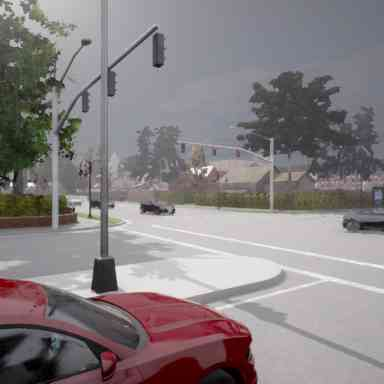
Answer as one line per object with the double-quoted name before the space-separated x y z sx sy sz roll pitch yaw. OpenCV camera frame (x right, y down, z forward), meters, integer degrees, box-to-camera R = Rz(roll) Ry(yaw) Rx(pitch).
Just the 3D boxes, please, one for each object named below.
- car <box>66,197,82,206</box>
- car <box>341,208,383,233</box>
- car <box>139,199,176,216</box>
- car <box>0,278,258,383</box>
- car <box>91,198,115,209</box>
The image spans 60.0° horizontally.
"car" -19.793 1.526 55.433 1.812 1.442 4.674 0 0 -36
"car" 10.567 1.564 18.421 4.181 1.385 1.994 0 0 30
"car" -3.468 1.491 32.878 2.128 1.511 4.902 0 0 -36
"car" -1.653 1.478 2.590 5.008 1.535 1.882 0 0 -35
"car" -11.925 1.493 44.544 2.128 1.511 4.902 0 0 -36
